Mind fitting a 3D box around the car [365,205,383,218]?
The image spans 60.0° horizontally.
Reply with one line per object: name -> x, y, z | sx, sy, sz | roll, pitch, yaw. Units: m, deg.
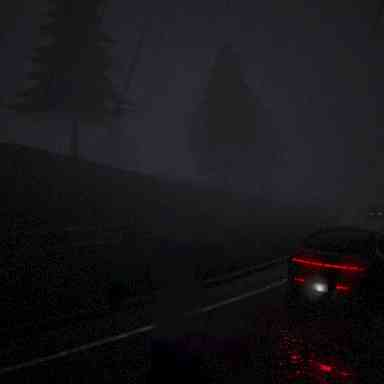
car -> 15.995, 1.803, 28.503 | 2.033, 1.411, 5.357 | 0, -1, 27

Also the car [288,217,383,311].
car -> 4.054, 1.579, 8.115 | 1.837, 1.490, 4.892 | 0, 0, 42
